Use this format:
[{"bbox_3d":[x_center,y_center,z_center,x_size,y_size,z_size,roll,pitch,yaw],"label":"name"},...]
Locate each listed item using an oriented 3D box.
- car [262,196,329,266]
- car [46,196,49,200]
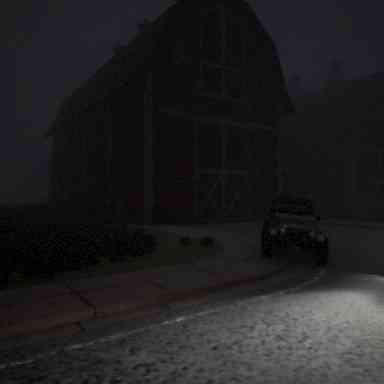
[{"bbox_3d":[3.459,1.150,11.450,1.905,1.878,3.866,6,3,12],"label":"car"},{"bbox_3d":[-27.895,1.353,66.251,1.905,1.878,3.866,0,0,-35],"label":"car"}]
